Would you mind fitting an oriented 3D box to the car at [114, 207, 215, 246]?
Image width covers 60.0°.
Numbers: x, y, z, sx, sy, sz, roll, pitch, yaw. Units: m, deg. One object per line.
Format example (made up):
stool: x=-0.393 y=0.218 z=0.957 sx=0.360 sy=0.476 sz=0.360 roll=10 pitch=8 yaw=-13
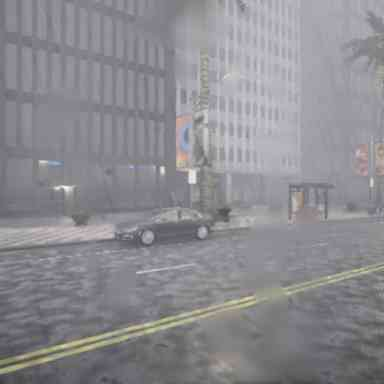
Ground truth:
car: x=-1.146 y=1.484 z=15.444 sx=4.892 sy=1.521 sz=2.231 roll=0 pitch=0 yaw=-35
